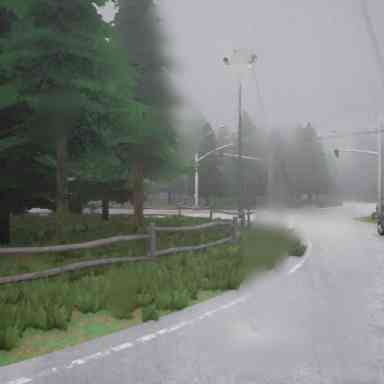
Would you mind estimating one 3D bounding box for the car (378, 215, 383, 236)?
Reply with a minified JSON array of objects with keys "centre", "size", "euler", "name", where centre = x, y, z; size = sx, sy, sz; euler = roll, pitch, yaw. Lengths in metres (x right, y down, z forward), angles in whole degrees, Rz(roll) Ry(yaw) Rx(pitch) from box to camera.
[{"centre":[10.266,1.352,15.402],"size":[2.097,1.767,4.553],"euler":[0,0,15],"name":"car"}]
